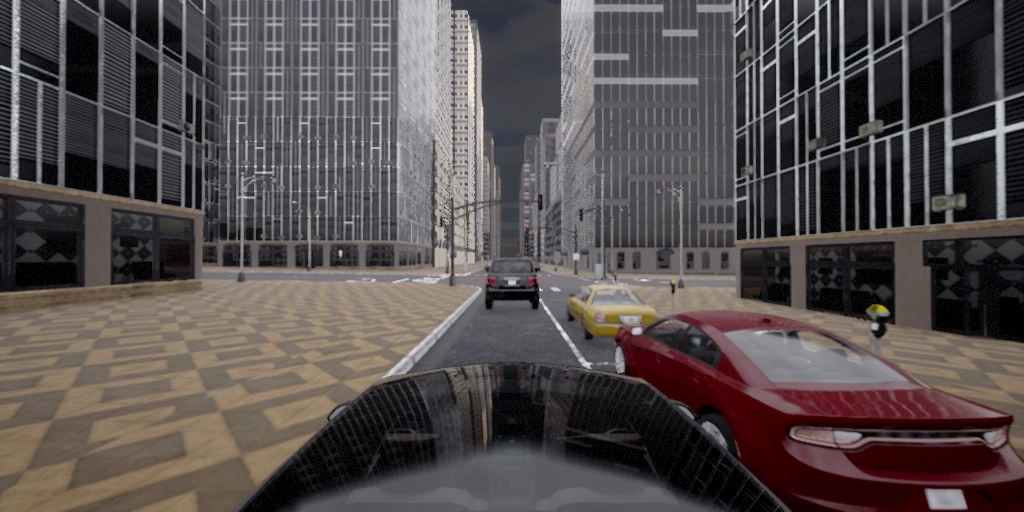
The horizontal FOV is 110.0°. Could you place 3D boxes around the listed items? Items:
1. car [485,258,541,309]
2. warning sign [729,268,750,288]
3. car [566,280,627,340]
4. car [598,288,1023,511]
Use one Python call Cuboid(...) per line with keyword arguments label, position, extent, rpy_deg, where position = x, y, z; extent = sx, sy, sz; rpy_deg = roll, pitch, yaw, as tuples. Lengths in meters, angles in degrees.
Cuboid(label="car", position=(0.006, 1.103, 15.903), extent=(2.150, 2.045, 5.566), rpy_deg=(0, 0, 0))
Cuboid(label="warning sign", position=(17.270, 1.449, 27.206), extent=(1.060, 1.860, 1.300), rpy_deg=(0, 0, -3))
Cuboid(label="car", position=(2.568, 1.354, 10.064), extent=(1.751, 1.417, 4.829), rpy_deg=(0, 0, 0))
Cuboid(label="car", position=(2.566, 1.320, 4.343), extent=(1.888, 1.381, 4.507), rpy_deg=(0, 0, 0))
